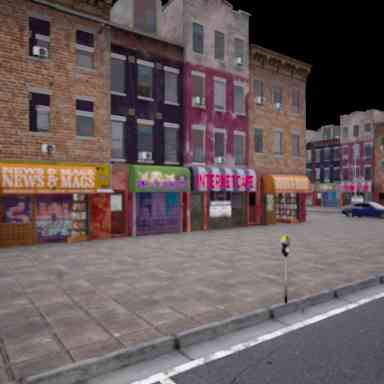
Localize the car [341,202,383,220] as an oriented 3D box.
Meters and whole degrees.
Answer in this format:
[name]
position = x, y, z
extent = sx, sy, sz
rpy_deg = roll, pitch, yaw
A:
[car]
position = 15.098, 1.573, 28.243
extent = 1.812, 1.442, 4.674
rpy_deg = 0, 0, -35
